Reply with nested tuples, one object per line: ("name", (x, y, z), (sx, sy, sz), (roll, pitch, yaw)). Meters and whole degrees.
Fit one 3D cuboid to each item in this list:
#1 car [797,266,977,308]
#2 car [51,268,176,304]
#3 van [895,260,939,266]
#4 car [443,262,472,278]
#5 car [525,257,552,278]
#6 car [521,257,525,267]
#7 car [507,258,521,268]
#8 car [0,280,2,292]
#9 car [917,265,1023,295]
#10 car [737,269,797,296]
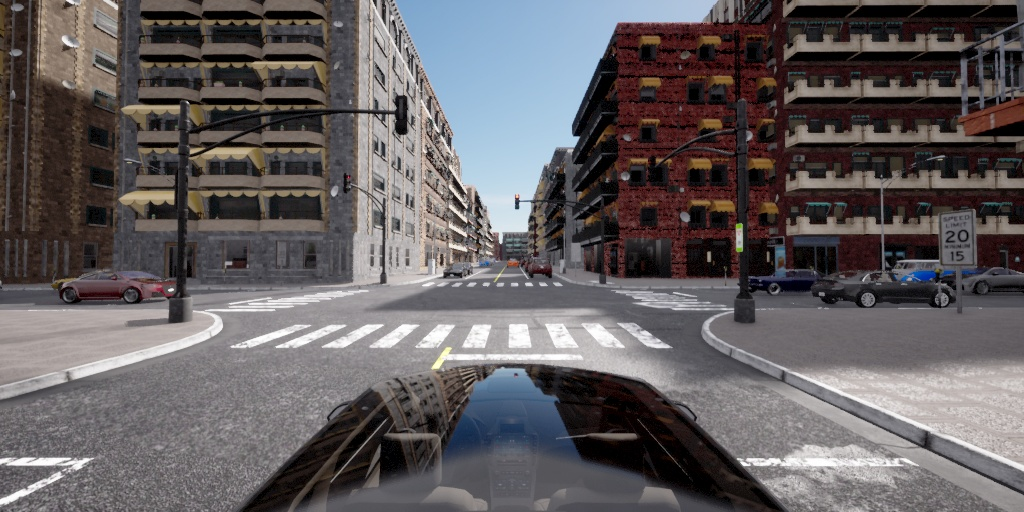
("car", (13.761, 1.185, 13.387), (4.403, 1.370, 2.007), (0, 0, 0))
("car", (-17.188, 1.340, 15.984), (4.181, 1.385, 1.994), (0, -1, 0))
("van", (24.929, 1.115, 21.224), (3.998, 1.789, 1.690), (0, 0, 0))
("car", (-5.271, 1.328, 33.661), (1.948, 1.339, 4.313), (0, 0, 0))
("car", (2.610, 1.077, 33.695), (2.192, 1.841, 5.009), (0, 0, 0))
("car", (2.625, 1.086, 44.819), (2.192, 1.841, 5.009), (0, 0, 0))
("car", (0.181, 1.176, 63.729), (2.097, 1.767, 4.553), (0, 0, 0))
("car", (-26.677, 1.027, 16.026), (5.566, 2.045, 2.150), (0, -1, 0))
("car", (24.580, 1.287, 18.777), (4.181, 1.385, 1.994), (0, -1, 0))
("car", (14.575, 1.347, 18.812), (4.718, 1.301, 1.895), (0, -1, -2))
